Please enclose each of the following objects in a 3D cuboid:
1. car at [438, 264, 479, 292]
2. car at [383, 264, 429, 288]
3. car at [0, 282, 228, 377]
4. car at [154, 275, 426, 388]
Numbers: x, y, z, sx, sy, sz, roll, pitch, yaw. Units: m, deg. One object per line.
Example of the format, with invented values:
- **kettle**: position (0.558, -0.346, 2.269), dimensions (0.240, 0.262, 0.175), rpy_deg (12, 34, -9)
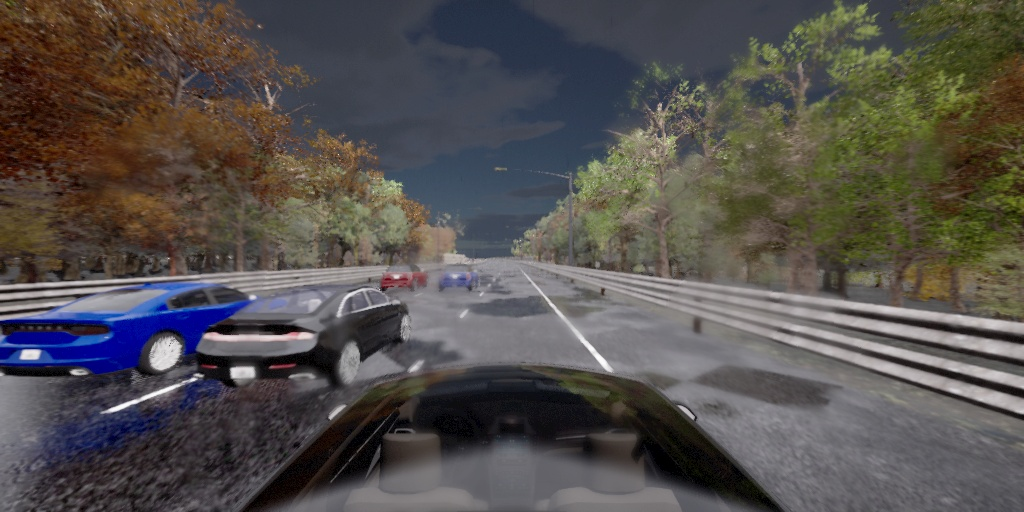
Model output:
- **car**: position (-3.394, 1.309, 23.539), dimensions (2.097, 1.767, 4.553), rpy_deg (0, -1, 0)
- **car**: position (-6.894, 1.310, 23.543), dimensions (2.097, 1.767, 4.553), rpy_deg (0, -1, 0)
- **car**: position (-6.900, 1.285, 7.616), dimensions (1.882, 1.535, 5.008), rpy_deg (0, -1, 0)
- **car**: position (-3.400, 1.292, 6.964), dimensions (2.128, 1.511, 4.902), rpy_deg (0, -1, 0)
